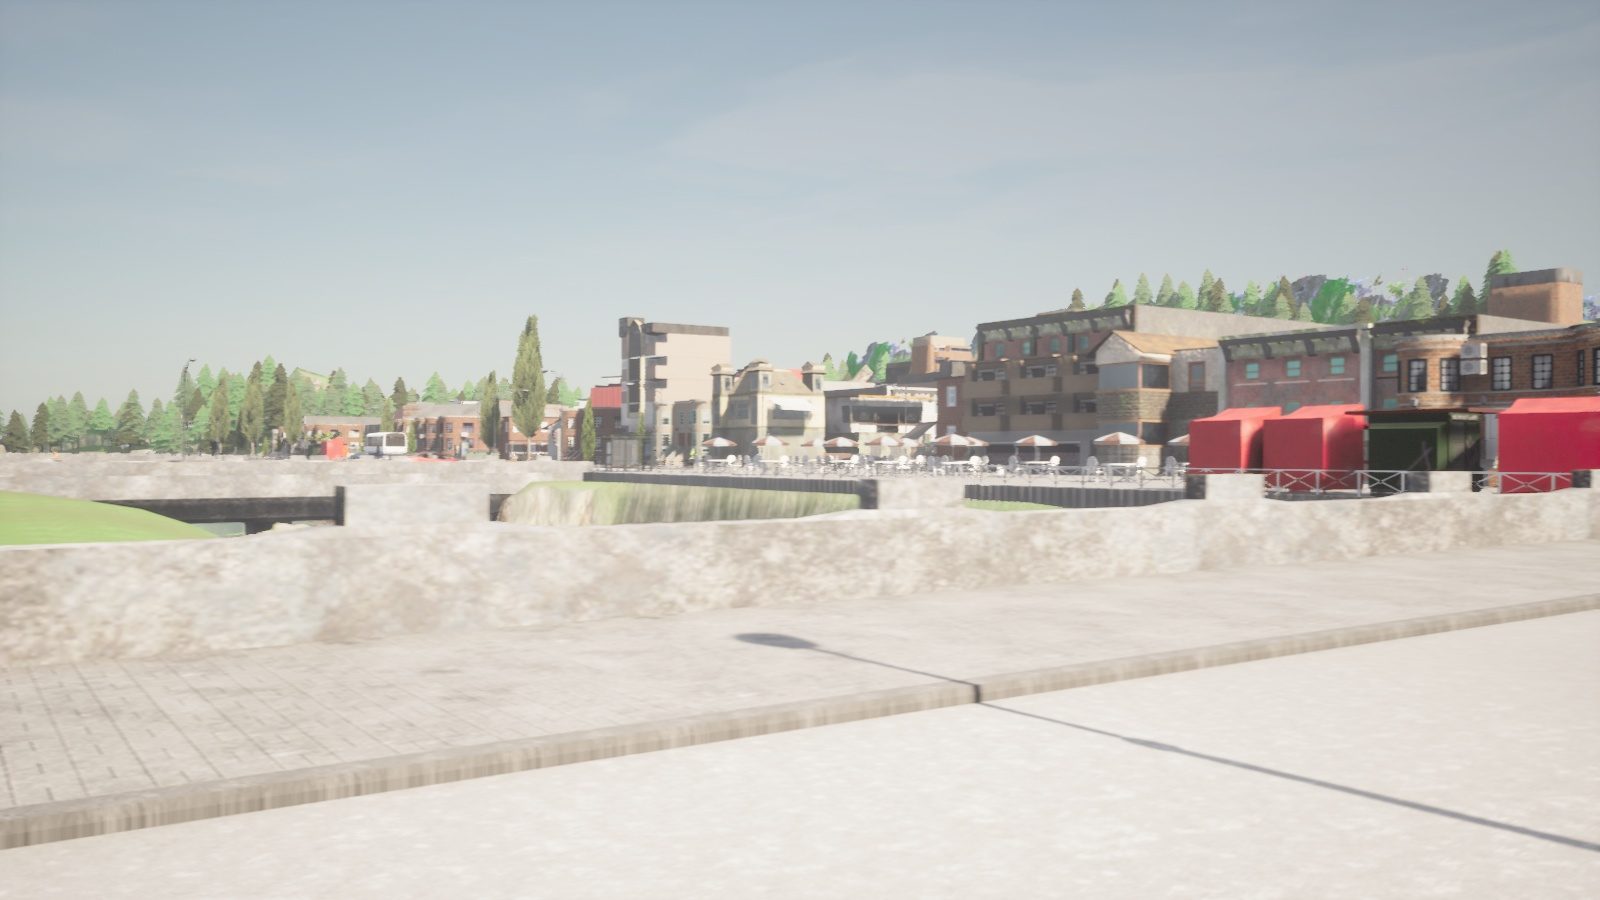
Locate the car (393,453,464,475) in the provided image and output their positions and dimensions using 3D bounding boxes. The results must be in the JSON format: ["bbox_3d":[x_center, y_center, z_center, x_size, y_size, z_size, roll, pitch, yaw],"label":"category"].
[{"bbox_3d":[-26.873,0.973,90.845,4.514,1.525,2.007,0,0,-35],"label":"car"}]
